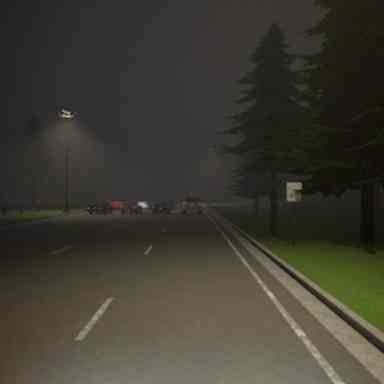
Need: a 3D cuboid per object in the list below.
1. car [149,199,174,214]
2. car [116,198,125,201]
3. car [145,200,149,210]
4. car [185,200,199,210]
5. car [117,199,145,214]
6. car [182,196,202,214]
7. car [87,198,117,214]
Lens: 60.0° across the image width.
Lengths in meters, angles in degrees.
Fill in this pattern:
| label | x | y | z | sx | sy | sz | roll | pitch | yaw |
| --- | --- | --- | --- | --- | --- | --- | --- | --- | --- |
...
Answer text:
| label | x | y | z | sx | sy | sz | roll | pitch | yaw |
| --- | --- | --- | --- | --- | --- | --- | --- | --- | --- |
| car | -3.506 | 1.812 | 38.703 | 1.994 | 1.385 | 4.181 | 0 | 0 | 0 |
| car | -10.508 | 1.664 | 48.677 | 2.097 | 1.767 | 4.553 | 0 | 0 | 0 |
| car | -7.008 | 1.838 | 48.706 | 1.812 | 1.442 | 4.674 | 0 | 0 | 0 |
| car | -0.008 | 1.860 | 48.707 | 2.033 | 1.411 | 5.357 | 0 | 0 | 0 |
| car | -7.006 | 1.849 | 38.732 | 1.895 | 1.301 | 4.718 | 0 | 0 | 0 |
| car | -0.006 | 1.467 | 38.319 | 2.150 | 2.045 | 5.566 | 0 | 0 | 0 |
| car | -10.506 | 1.793 | 38.286 | 2.033 | 1.411 | 5.357 | 0 | 0 | 0 |
